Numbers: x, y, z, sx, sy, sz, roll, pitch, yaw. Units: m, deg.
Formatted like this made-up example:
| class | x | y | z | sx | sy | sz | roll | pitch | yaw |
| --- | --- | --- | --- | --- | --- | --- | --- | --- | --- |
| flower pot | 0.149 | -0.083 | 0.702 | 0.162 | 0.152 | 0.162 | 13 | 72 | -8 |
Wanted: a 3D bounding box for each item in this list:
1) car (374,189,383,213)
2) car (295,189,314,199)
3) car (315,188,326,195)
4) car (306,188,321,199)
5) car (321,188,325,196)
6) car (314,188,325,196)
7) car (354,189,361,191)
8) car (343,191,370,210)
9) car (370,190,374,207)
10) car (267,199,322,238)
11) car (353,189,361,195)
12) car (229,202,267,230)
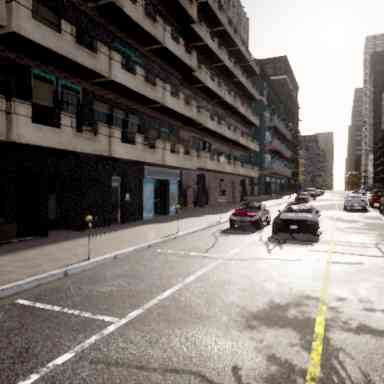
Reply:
| class | x | y | z | sx | sy | sz | roll | pitch | yaw |
| --- | --- | --- | --- | --- | --- | --- | --- | --- | --- |
| car | 15.523 | 0.811 | 25.226 | 2.192 | 1.841 | 5.009 | 1 | 1 | 24 |
| car | 14.603 | 0.722 | 43.774 | 1.887 | 1.381 | 4.507 | 1 | 1 | 24 |
| car | 32.566 | -0.171 | 84.133 | 2.192 | 1.841 | 5.009 | 1 | 1 | 24 |
| car | 19.096 | 0.317 | 53.859 | 2.192 | 1.841 | 5.009 | 1 | 1 | 24 |
| car | 25.832 | 0.318 | 69.000 | 1.947 | 1.339 | 4.313 | 1 | 1 | 24 |
| car | 30.322 | -0.093 | 79.088 | 2.192 | 1.841 | 5.009 | 1 | 1 | 24 |
| car | 33.487 | 0.375 | 65.592 | 1.802 | 1.307 | 4.206 | 1 | 1 | 24 |
| car | 15.671 | 0.903 | 31.967 | 1.812 | 1.442 | 4.674 | 0 | 1 | 24 |
| car | 20.014 | 0.624 | 35.316 | 2.192 | 1.841 | 5.009 | 1 | 1 | 24 |
| car | 5.083 | 1.254 | 15.804 | 1.994 | 1.385 | 4.181 | 0 | 1 | 24 |
| car | 42.550 | 0.001 | 85.924 | 1.752 | 1.417 | 4.829 | 1 | 1 | 24 |
| car | 3.373 | 1.228 | 18.551 | 1.802 | 1.307 | 4.206 | 1 | 2 | 24 |
